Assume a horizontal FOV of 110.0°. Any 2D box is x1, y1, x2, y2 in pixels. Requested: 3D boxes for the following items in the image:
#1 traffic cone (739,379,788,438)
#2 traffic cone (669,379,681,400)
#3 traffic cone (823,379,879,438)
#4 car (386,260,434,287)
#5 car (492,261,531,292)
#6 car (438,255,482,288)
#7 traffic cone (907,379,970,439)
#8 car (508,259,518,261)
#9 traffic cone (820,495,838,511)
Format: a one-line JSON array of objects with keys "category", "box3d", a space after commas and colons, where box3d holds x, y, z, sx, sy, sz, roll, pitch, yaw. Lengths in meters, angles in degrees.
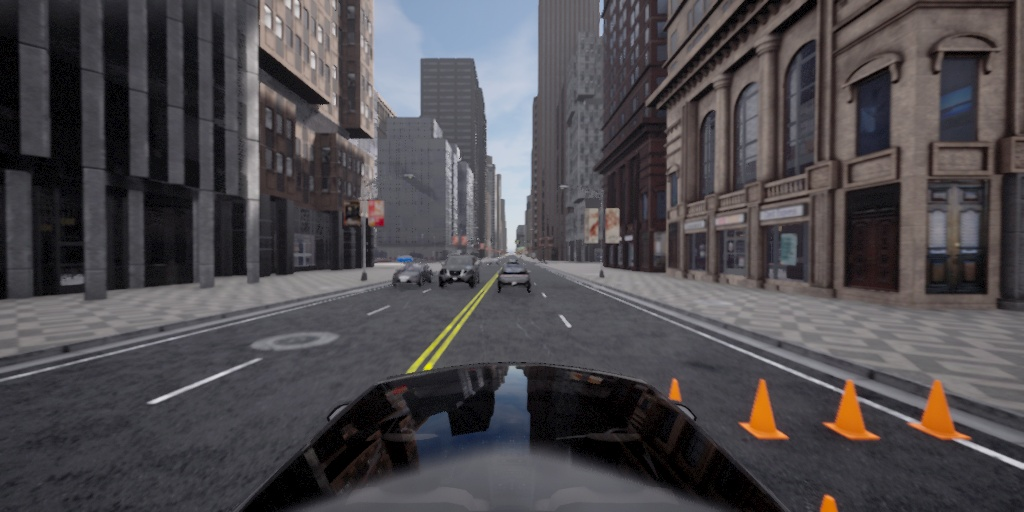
[{"category": "traffic cone", "box3d": [2.866, 1.710, 4.105, 0.340, 0.580, 0.340, 0, 0, 0]}, {"category": "traffic cone", "box3d": [1.866, 1.708, 4.107, 0.340, 0.580, 0.340, 0, 0, 0]}, {"category": "traffic cone", "box3d": [3.866, 1.712, 4.105, 0.340, 0.580, 0.340, 0, 0, 0]}, {"category": "car", "box3d": [-6.578, 1.217, 24.223, 2.128, 1.511, 4.902, 0, 0, 0]}, {"category": "car", "box3d": [0.115, 1.231, 21.306, 2.128, 1.511, 4.902, 0, 0, 0]}, {"category": "car", "box3d": [-3.330, 0.954, 23.697, 2.150, 2.045, 5.566, 0, 0, 0]}, {"category": "traffic cone", "box3d": [4.866, 1.714, 4.103, 0.340, 0.580, 0.340, 0, 0, 0]}, {"category": "car", "box3d": [0.145, 1.218, 49.639, 1.837, 1.490, 4.892, 0, 0, 0]}, {"category": "traffic cone", "box3d": [1.864, 1.709, 2.107, 0.340, 0.580, 0.340, 0, 0, 0]}]
